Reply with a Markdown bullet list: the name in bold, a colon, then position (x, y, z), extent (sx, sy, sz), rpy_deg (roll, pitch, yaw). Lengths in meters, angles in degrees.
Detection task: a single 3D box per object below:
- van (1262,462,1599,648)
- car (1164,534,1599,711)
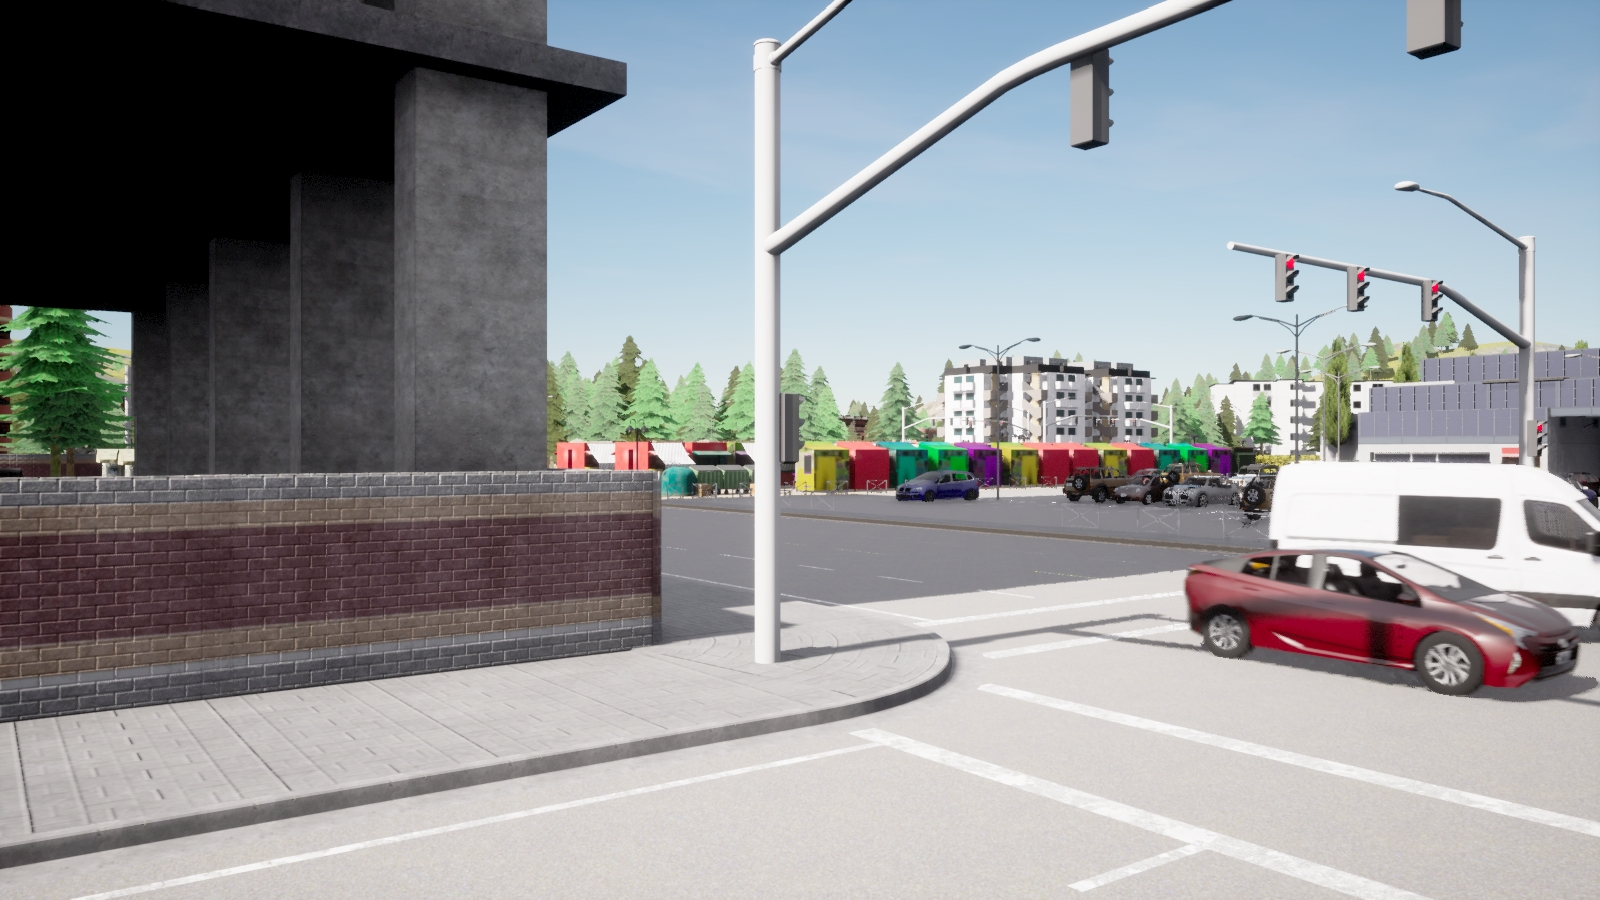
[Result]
- **van**: position (10.585, 1.503, 17.870), extent (5.915, 2.561, 1.988), rpy_deg (0, 1, 36)
- **car**: position (7.169, 2.011, 14.534), extent (2.007, 1.525, 4.514), rpy_deg (0, 0, -37)
